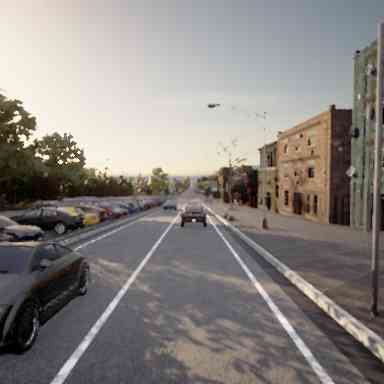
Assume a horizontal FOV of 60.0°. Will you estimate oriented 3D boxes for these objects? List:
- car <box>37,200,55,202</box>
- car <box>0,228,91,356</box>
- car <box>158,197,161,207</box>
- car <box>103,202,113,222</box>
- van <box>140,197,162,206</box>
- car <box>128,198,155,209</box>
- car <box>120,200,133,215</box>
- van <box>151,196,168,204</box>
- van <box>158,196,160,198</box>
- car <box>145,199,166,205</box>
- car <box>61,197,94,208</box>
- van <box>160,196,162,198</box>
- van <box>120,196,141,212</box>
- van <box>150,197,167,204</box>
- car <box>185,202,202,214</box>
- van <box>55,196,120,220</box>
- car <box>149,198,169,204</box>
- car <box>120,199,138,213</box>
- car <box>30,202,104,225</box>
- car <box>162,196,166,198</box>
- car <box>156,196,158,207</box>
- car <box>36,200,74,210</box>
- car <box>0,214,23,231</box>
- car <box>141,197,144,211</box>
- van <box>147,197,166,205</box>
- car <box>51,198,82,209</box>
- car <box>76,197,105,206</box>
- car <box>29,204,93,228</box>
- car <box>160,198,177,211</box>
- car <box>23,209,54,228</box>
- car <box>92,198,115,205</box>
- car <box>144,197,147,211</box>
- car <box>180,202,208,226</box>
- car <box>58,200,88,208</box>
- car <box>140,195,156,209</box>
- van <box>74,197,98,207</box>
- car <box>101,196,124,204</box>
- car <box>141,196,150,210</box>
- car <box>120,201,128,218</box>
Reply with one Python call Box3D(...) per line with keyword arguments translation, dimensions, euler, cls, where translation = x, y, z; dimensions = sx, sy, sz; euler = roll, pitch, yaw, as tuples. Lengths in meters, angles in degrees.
Box3D(translation=(-21.939, 2.041, 50.138), dimensions=(4.892, 1.521, 2.231), euler=(0, -1, 0), cls="car")
Box3D(translation=(-3.341, 1.620, 6.062), dimensions=(1.994, 1.385, 4.181), euler=(0, -1, 0), cls="car")
Box3D(translation=(-8.849, 2.186, 61.723), dimensions=(4.892, 1.521, 2.231), euler=(0, -1, 0), cls="car")
Box3D(translation=(-8.880, 1.759, 25.283), dimensions=(4.792, 1.488, 2.163), euler=(0, -1, 0), cls="car")
Box3D(translation=(-8.974, 2.099, 72.937), dimensions=(4.442, 1.987, 1.878), euler=(0, -1, 0), cls="van")
Box3D(translation=(-8.886, 2.024, 58.922), dimensions=(4.553, 1.767, 2.185), euler=(0, -1, 0), cls="car")
Box3D(translation=(-8.822, 1.864, 33.693), dimensions=(4.792, 1.488, 2.163), euler=(0, -1, 0), cls="car")
Box3D(translation=(-8.976, 2.244, 92.569), dimensions=(4.442, 1.987, 1.878), euler=(0, 0, 0), cls="van")
Box3D(translation=(-8.973, 1.994, 64.530), dimensions=(4.442, 1.987, 1.878), euler=(0, -1, 0), cls="van")
Box3D(translation=(-8.887, 2.436, 81.353), dimensions=(4.792, 1.488, 2.163), euler=(0, 0, 0), cls="car")
Box3D(translation=(-21.964, 1.962, 64.020), dimensions=(5.566, 2.045, 2.435), euler=(0, -1, 0), cls="car")
Box3D(translation=(-8.973, 2.029, 67.333), dimensions=(4.442, 1.987, 1.878), euler=(0, -1, 0), cls="van")
Box3D(translation=(-8.736, 1.679, 39.302), dimensions=(4.442, 1.987, 1.878), euler=(0, -1, 0), cls="van")
Box3D(translation=(-8.742, 2.216, 86.959), dimensions=(4.442, 1.987, 1.878), euler=(0, 0, 0), cls="van")
Box3D(translation=(0.153, 2.019, 42.647), dimensions=(2.033, 1.411, 5.357), euler=(0, -1, 0), cls="car")
Box3D(translation=(-8.734, 1.538, 28.090), dimensions=(4.442, 1.987, 1.878), euler=(0, -1, 0), cls="van")
Box3D(translation=(-8.854, 2.456, 89.765), dimensions=(5.008, 1.535, 2.097), euler=(0, 0, 0), cls="car")
Box3D(translation=(-8.847, 1.869, 36.496), dimensions=(5.008, 1.535, 2.097), euler=(0, -1, 0), cls="car")
Box3D(translation=(-9.036, 1.691, 22.481), dimensions=(5.366, 1.575, 1.946), euler=(0, -1, 0), cls="car")
Box3D(translation=(-8.829, 2.039, 70.137), dimensions=(5.566, 2.045, 2.435), euler=(0, -1, 0), cls="car")
Box3D(translation=(-8.826, 1.828, 53.318), dimensions=(5.566, 2.045, 2.435), euler=(0, -1, 0), cls="car")
Box3D(translation=(-21.749, 2.071, 52.915), dimensions=(5.366, 1.575, 1.946), euler=(0, -1, 0), cls="car")
Box3D(translation=(-8.844, 1.572, 11.276), dimensions=(4.892, 1.521, 2.231), euler=(0, -1, 0), cls="car")
Box3D(translation=(-8.884, 1.814, 42.104), dimensions=(4.553, 1.767, 2.185), euler=(0, -1, 0), cls="car")
Box3D(translation=(-8.975, 2.198, 84.157), dimensions=(4.442, 1.987, 1.878), euler=(0, 0, 0), cls="van")
Box3D(translation=(-21.966, 2.018, 58.466), dimensions=(4.553, 1.767, 2.185), euler=(0, -1, 0), cls="car")
Box3D(translation=(-21.965, 2.066, 72.346), dimensions=(5.566, 2.045, 2.435), euler=(0, -1, 0), cls="car")
Box3D(translation=(-8.845, 1.660, 19.681), dimensions=(5.008, 1.535, 2.097), euler=(0, -1, 0), cls="car")
Box3D(translation=(-3.261, 2.037, 49.808), dimensions=(1.882, 1.535, 5.008), euler=(0, -1, 0), cls="car")
Box3D(translation=(-8.820, 1.629, 14.073), dimensions=(4.792, 1.488, 2.163), euler=(0, -1, 0), cls="car")
Box3D(translation=(-22.123, 2.416, 83.450), dimensions=(5.366, 1.575, 1.946), euler=(0, 0, 0), cls="car")
Box3D(translation=(-8.822, 1.849, 44.907), dimensions=(4.553, 1.767, 2.185), euler=(0, -1, 0), cls="car")
Box3D(translation=(0.132, 1.767, 25.687), dimensions=(1.837, 1.490, 4.892), euler=(0, -1, 0), cls="car")
Box3D(translation=(-21.906, 2.208, 61.241), dimensions=(4.792, 1.488, 2.163), euler=(0, -1, 0), cls="car")
Box3D(translation=(-8.826, 1.793, 50.515), dimensions=(5.566, 2.045, 2.435), euler=(0, -1, 0), cls="car")
Box3D(translation=(-22.053, 2.057, 69.570), dimensions=(4.442, 1.987, 1.878), euler=(0, -1, 0), cls="van")
Box3D(translation=(-21.910, 2.214, 91.780), dimensions=(5.566, 2.045, 2.435), euler=(0, 0, 0), cls="car")
Box3D(translation=(-8.822, 1.884, 47.710), dimensions=(4.553, 1.767, 2.185), euler=(0, -1, 0), cls="car")
Box3D(translation=(-8.822, 1.829, 30.890), dimensions=(4.792, 1.488, 2.163), euler=(0, -1, 0), cls="car")
